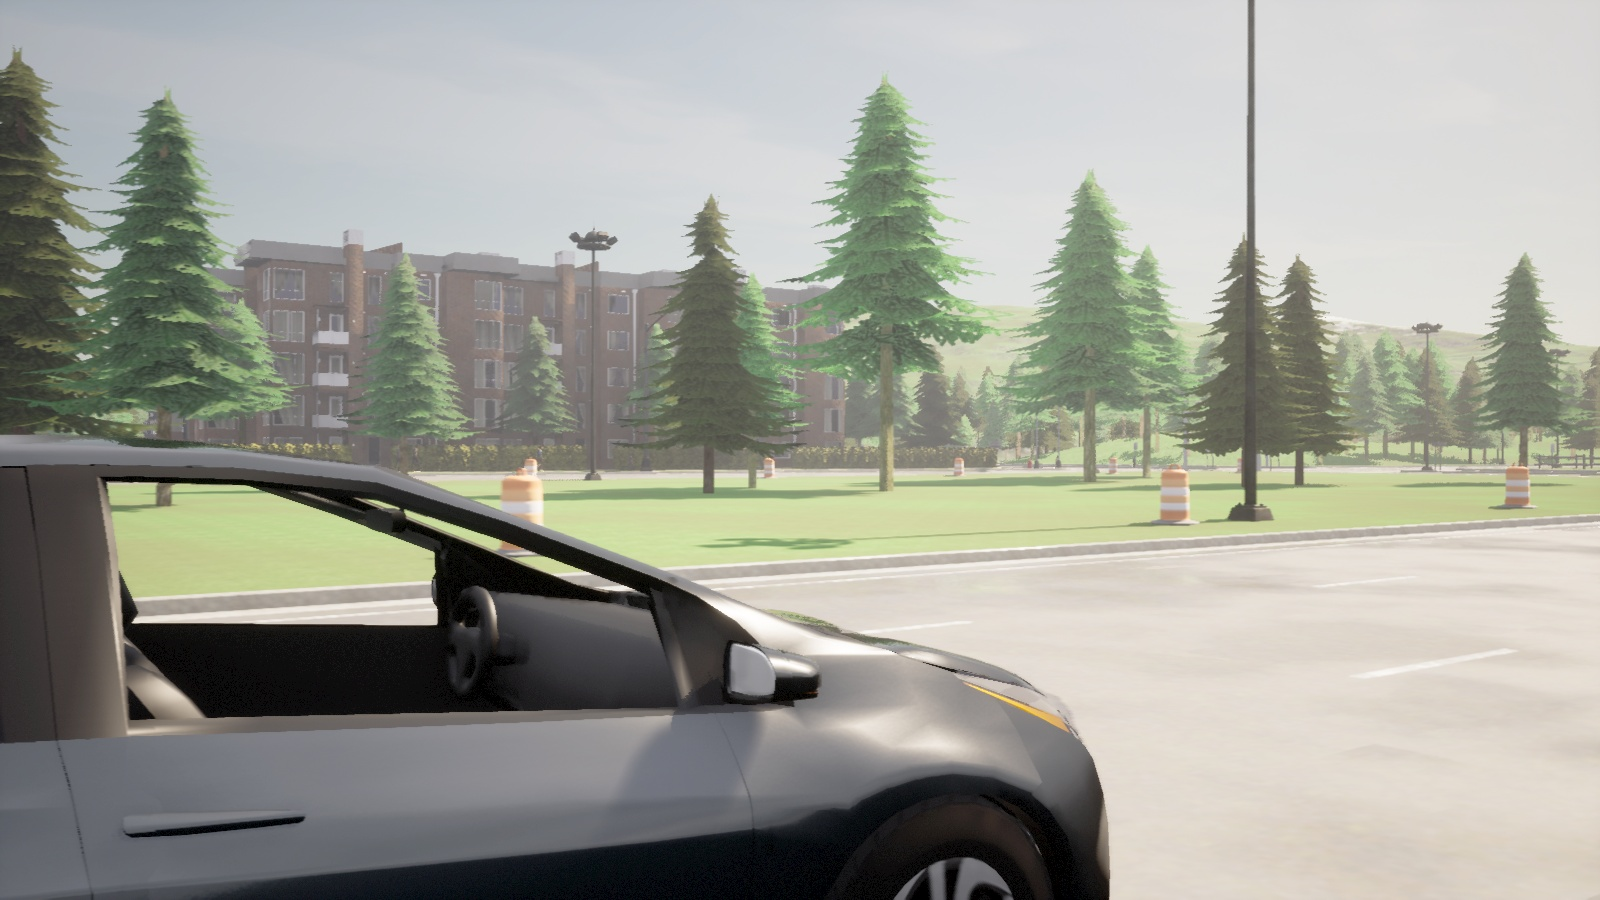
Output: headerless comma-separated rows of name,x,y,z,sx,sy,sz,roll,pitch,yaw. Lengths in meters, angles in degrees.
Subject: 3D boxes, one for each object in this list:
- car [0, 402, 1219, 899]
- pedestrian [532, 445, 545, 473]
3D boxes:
car,-1.368,0.701,2.707,4.514,1.525,2.007,0,0,-35
pedestrian,-18.311,0.620,88.025,0.788,1.949,0.423,0,0,-34
